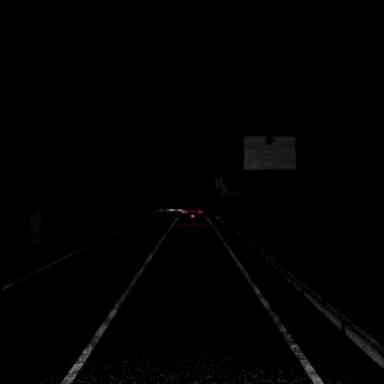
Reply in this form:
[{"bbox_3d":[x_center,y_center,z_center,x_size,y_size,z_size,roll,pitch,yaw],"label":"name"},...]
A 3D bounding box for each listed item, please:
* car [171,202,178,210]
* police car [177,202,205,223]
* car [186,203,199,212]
[{"bbox_3d":[-2.953,2.627,63.498,1.812,1.442,4.674,0,-1,1],"label":"car"},{"bbox_3d":[0.083,1.824,29.064,2.038,1.542,4.974,0,-1,1],"label":"police car"},{"bbox_3d":[0.061,2.432,53.515,2.033,1.411,5.357,0,-1,0],"label":"car"}]
